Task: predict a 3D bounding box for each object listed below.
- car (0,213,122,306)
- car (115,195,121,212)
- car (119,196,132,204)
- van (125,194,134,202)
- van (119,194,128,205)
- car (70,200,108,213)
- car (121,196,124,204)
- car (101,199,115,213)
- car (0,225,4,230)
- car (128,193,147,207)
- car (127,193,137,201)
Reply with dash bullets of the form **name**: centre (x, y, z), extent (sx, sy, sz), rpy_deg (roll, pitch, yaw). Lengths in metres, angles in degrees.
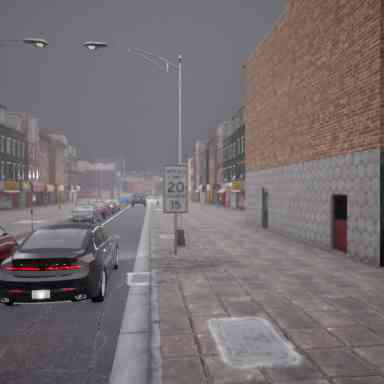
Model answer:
- **car**: centre (-2.886, 1.501, 8.096), extent (1.837, 1.490, 4.892), rpy_deg (0, 0, -7)
- **car**: centre (-8.822, 1.414, 34.262), extent (1.967, 1.590, 4.097), rpy_deg (0, 0, -7)
- **car**: centre (-12.194, 1.525, 61.222), extent (1.947, 1.339, 4.313), rpy_deg (0, 0, -7)
- **van**: centre (-13.544, 1.298, 72.005), extent (1.690, 1.788, 3.998), rpy_deg (0, 0, -7)
- **van**: centre (-11.521, 1.302, 55.830), extent (1.690, 1.788, 3.998), rpy_deg (0, 0, -7)
- **car**: centre (-7.472, 1.534, 23.479), extent (2.008, 1.369, 4.403), rpy_deg (0, 0, -7)
- **car**: centre (-9.475, 1.495, 39.486), extent (1.752, 1.417, 4.829), rpy_deg (0, 0, -7)
- **car**: centre (-8.147, 1.523, 28.870), extent (1.887, 1.381, 4.507), rpy_deg (0, 0, -7)
- **car**: centre (-5.450, 1.442, 7.303), extent (1.967, 1.590, 4.097), rpy_deg (0, 0, -7)
- **car**: centre (-8.211, 1.180, 51.454), extent (2.150, 2.045, 5.566), rpy_deg (0, 0, -7)
- **car**: centre (-14.894, 1.273, 82.789), extent (2.192, 1.841, 5.009), rpy_deg (0, 0, -7)
